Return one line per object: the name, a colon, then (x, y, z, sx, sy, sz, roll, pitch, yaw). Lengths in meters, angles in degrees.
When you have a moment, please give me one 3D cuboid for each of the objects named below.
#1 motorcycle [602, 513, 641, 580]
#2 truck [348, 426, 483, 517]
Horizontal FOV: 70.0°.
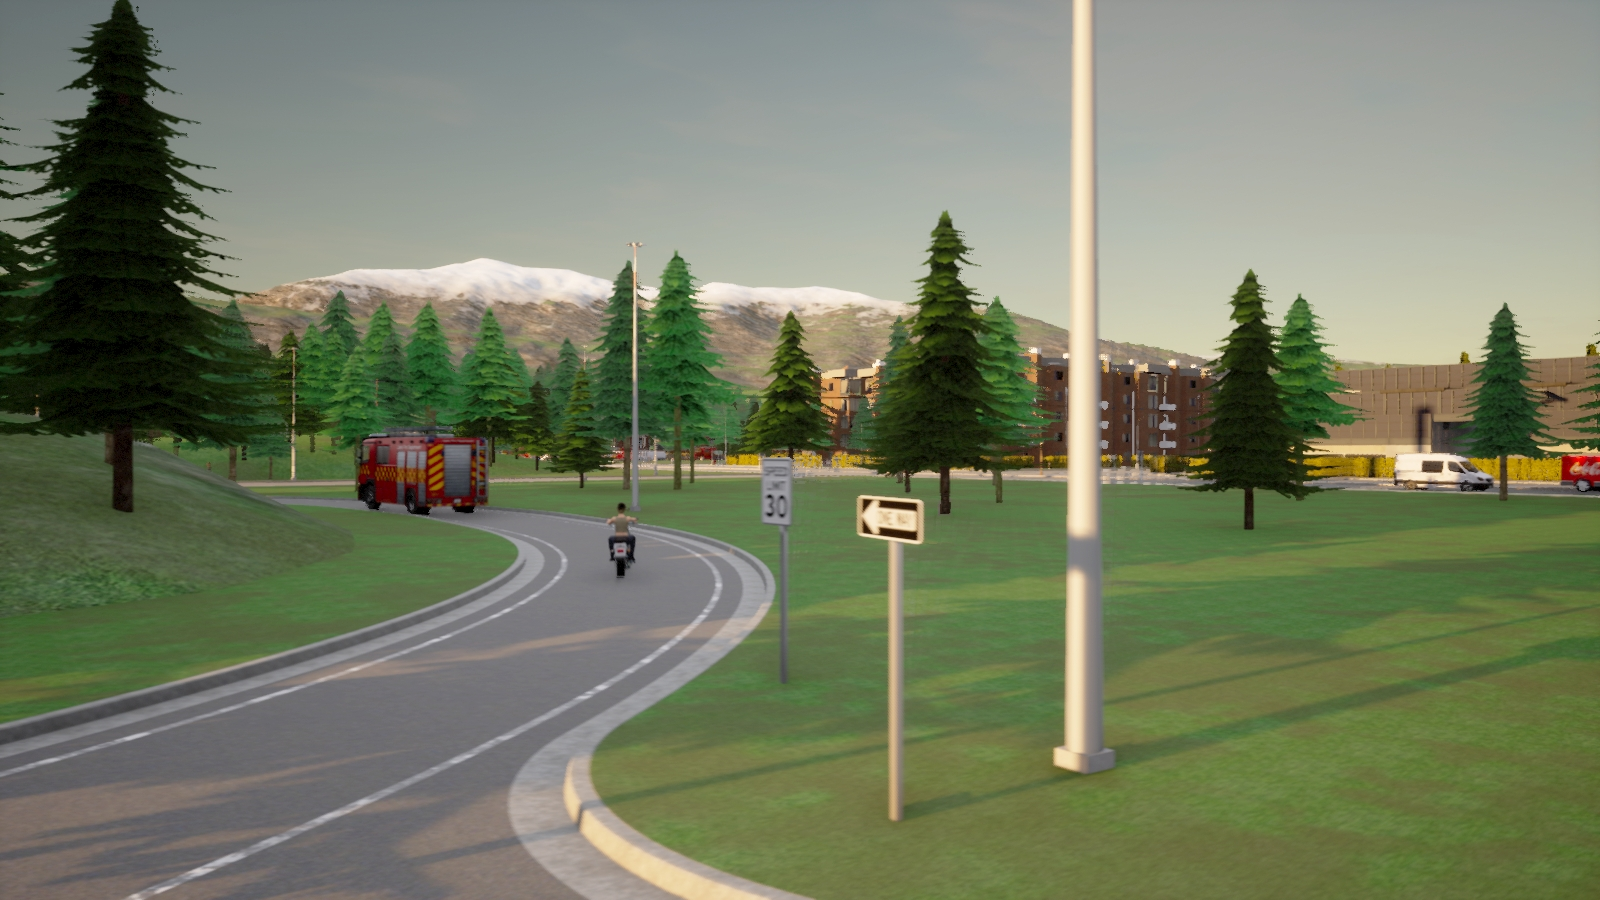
motorcycle: (-4.029, 2.155, 25.892, 0.764, 1.307, 2.356, -1, 0, -7)
truck: (-17.738, 0.890, 52.287, 2.891, 3.827, 8.468, 0, 0, -40)
